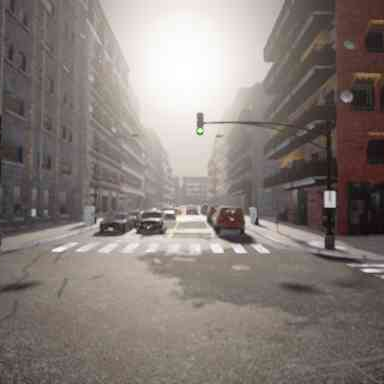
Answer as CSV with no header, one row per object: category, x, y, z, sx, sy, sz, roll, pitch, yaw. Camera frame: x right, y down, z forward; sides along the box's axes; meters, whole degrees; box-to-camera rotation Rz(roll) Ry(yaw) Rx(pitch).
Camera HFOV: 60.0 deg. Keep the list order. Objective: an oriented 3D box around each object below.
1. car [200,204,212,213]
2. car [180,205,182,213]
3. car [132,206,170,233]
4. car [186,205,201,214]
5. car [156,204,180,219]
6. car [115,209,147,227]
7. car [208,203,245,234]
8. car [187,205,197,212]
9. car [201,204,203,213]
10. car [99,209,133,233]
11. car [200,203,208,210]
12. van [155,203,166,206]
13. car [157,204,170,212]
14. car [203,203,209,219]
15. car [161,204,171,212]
car,2.588,3.030,62.853,1.967,1.590,4.097,1,-2,0
car,-2.740,2.917,58.105,1.882,1.535,5.008,0,-2,0
car,-2.840,2.056,24.048,1.837,1.490,4.892,0,0,0
car,0.009,2.924,53.960,1.895,1.301,4.718,0,-2,0
car,-2.838,2.475,39.653,2.033,1.411,5.357,0,-1,0
car,-5.292,2.228,29.456,1.947,1.339,4.313,2,-1,0
car,2.594,1.915,23.946,2.192,1.841,5.009,2,-1,0
car,0.010,3.163,63.934,1.994,1.385,4.181,0,-2,0
car,2.592,2.750,57.294,2.192,1.841,5.009,1,-2,0
car,-5.292,2.098,23.897,1.947,1.339,4.313,2,-1,0
car,2.761,3.492,78.440,1.801,1.575,5.366,0,-2,0
van,-5.287,2.707,57.260,1.690,1.788,3.998,2,-2,0
car,-5.294,3.073,62.817,2.008,1.369,4.403,1,-2,0
car,2.593,2.178,35.067,2.192,1.841,5.009,2,-1,0
car,-5.293,3.199,68.208,1.752,1.417,4.829,1,-2,0
